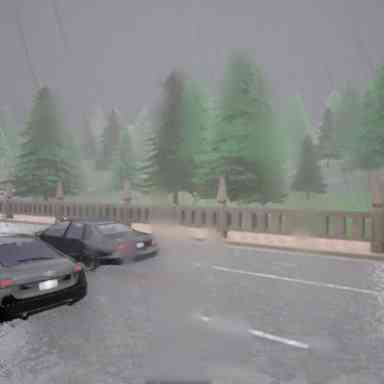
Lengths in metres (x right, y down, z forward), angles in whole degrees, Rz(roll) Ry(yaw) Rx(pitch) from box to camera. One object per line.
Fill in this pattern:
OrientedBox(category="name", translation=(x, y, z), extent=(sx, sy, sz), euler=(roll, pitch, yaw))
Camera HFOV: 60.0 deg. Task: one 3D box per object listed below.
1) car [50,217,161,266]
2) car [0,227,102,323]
OrientedBox(category="car", translation=(-3.489, 1.531, 10.760), extent=(5.357, 1.411, 2.033), euler=(0, 0, 36))
OrientedBox(category="car", translation=(-4.085, 1.551, 6.874), extent=(4.181, 1.385, 1.994), euler=(0, 0, 36))
